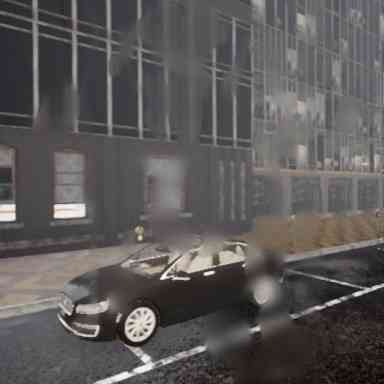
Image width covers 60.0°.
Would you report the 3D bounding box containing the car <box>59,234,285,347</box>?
[{"bbox_3d":[-0.126,1.526,6.182,4.403,1.369,2.008,0,0,-35],"label":"car"}]
